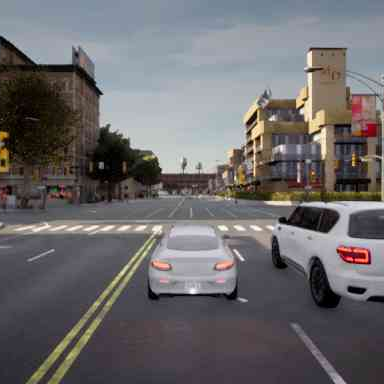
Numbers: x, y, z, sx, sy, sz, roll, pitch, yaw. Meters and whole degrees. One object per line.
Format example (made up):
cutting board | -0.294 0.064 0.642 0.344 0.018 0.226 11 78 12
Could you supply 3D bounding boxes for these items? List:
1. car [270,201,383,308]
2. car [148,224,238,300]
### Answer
car | 3.511 1.220 8.053 2.150 2.045 5.566 0 0 0
car | 0.012 1.524 8.284 1.812 1.442 4.674 0 0 0
